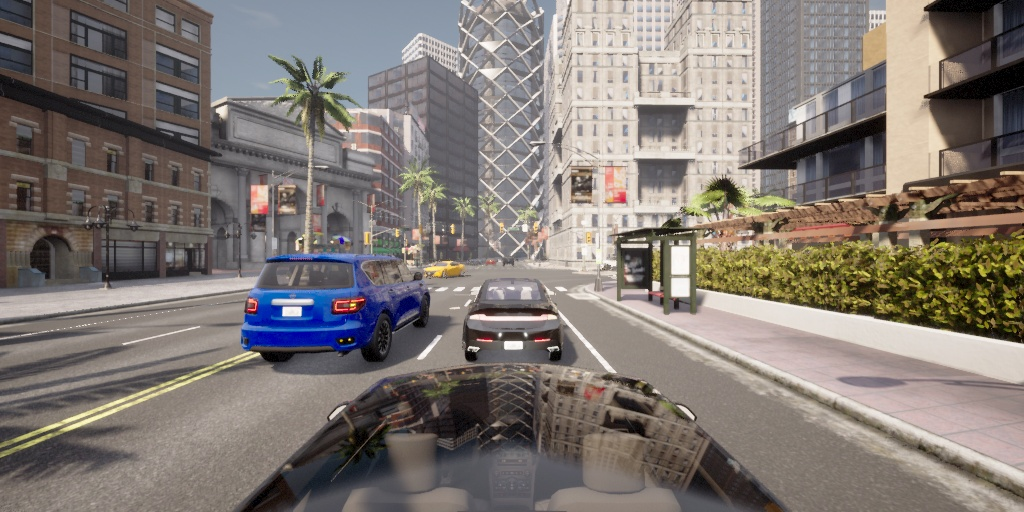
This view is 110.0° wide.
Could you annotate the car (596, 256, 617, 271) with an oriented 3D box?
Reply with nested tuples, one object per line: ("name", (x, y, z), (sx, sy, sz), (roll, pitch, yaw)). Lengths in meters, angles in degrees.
("car", (14.215, 0.971, 48.247), (5.566, 2.045, 2.150), (0, 0, -1))

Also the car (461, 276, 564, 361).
("car", (0.015, 1.242, 8.266), (2.128, 1.511, 4.902), (0, 0, 0))

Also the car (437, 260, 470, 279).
("car", (-6.108, 1.228, 32.772), (1.882, 1.535, 5.008), (-1, 0, 22))

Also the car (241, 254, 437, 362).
("car", (-3.487, 0.971, 8.353), (2.150, 2.045, 5.566), (0, 0, 0))
